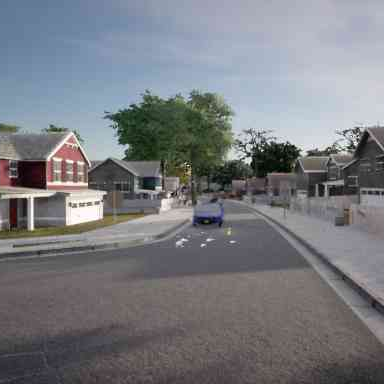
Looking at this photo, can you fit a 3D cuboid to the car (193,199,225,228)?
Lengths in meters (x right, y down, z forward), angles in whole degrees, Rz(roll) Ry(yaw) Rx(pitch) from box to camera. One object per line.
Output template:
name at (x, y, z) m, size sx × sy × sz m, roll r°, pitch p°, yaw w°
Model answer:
car at (1.195, 1.510, 22.713) m, size 1.882 × 1.535 × 5.008 m, roll 0°, pitch 0°, yaw 7°

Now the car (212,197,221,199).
car at (3.594, 1.562, 48.702) m, size 1.882 × 1.535 × 5.008 m, roll 0°, pitch 0°, yaw 4°
